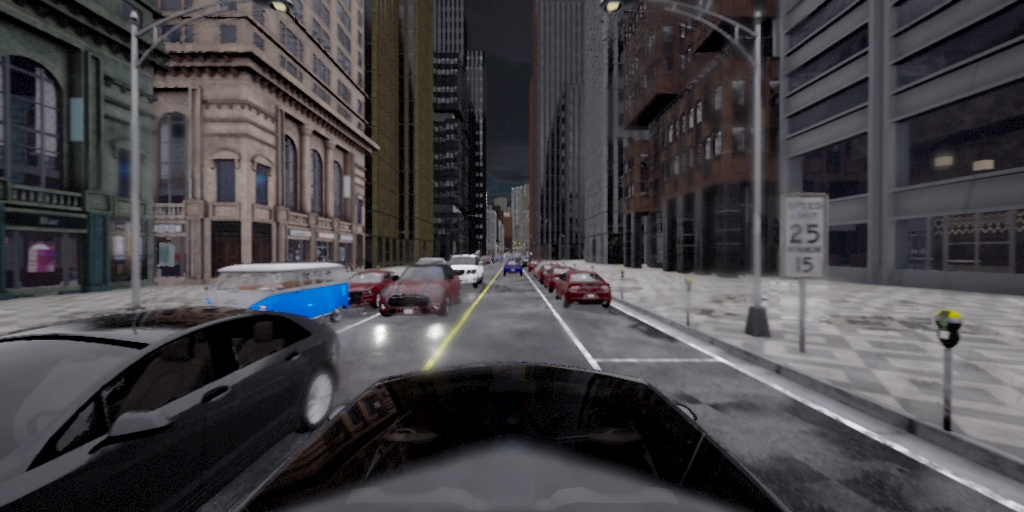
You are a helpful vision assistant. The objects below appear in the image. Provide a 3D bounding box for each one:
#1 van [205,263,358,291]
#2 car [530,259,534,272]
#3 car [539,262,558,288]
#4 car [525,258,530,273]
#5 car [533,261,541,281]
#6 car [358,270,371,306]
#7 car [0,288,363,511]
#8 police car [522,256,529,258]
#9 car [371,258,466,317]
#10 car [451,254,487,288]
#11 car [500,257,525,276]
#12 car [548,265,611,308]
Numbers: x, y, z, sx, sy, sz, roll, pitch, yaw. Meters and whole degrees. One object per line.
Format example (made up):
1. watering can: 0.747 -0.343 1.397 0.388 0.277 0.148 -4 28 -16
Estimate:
1. van: -5.777 1.072 9.308 1.690 1.789 3.998 0 0 0
2. car: 2.772 1.200 31.562 1.751 1.417 4.829 0 0 0
3. car: 2.776 1.245 20.341 1.888 1.381 4.507 0 0 0
4. car: 2.769 1.194 42.443 1.888 1.381 4.507 0 0 0
5. car: 2.774 1.232 25.866 1.888 1.381 4.507 0 0 0
6. car: -5.777 1.262 14.833 1.888 1.381 4.507 0 0 0
7. car: -3.090 1.252 2.733 1.837 1.490 4.892 0 0 -1
8. police car: 2.360 1.048 53.543 1.930 1.638 5.238 0 0 0
9. car: -3.099 1.073 13.009 2.097 1.767 4.553 0 0 0
10. car: -3.092 0.917 23.447 2.150 2.045 5.566 0 0 0
11. car: 0.097 1.142 36.077 1.882 1.535 5.008 0 0 0
12. car: 2.778 1.259 14.816 1.888 1.381 4.507 0 0 0
